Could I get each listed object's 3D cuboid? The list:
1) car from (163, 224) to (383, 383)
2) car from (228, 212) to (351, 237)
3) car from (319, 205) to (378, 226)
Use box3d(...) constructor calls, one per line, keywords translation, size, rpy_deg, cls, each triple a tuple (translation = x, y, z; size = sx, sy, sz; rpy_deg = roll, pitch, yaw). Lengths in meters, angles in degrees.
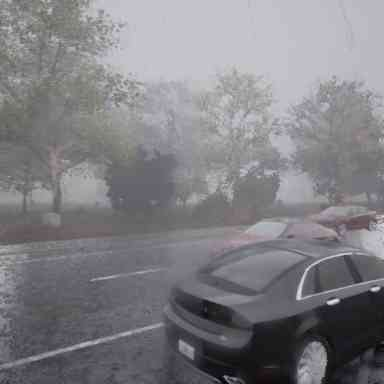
box3d(translation=(1.908, 1.507, 5.127), size=(4.892, 1.490, 1.837), rpy_deg=(0, 0, -36), cls="car")
box3d(translation=(2.686, 1.531, 10.229), size=(4.674, 1.442, 1.812), rpy_deg=(0, 0, -36), cls="car")
box3d(translation=(8.461, 1.486, 18.678), size=(5.008, 1.535, 1.882), rpy_deg=(0, 0, -36), cls="car")
